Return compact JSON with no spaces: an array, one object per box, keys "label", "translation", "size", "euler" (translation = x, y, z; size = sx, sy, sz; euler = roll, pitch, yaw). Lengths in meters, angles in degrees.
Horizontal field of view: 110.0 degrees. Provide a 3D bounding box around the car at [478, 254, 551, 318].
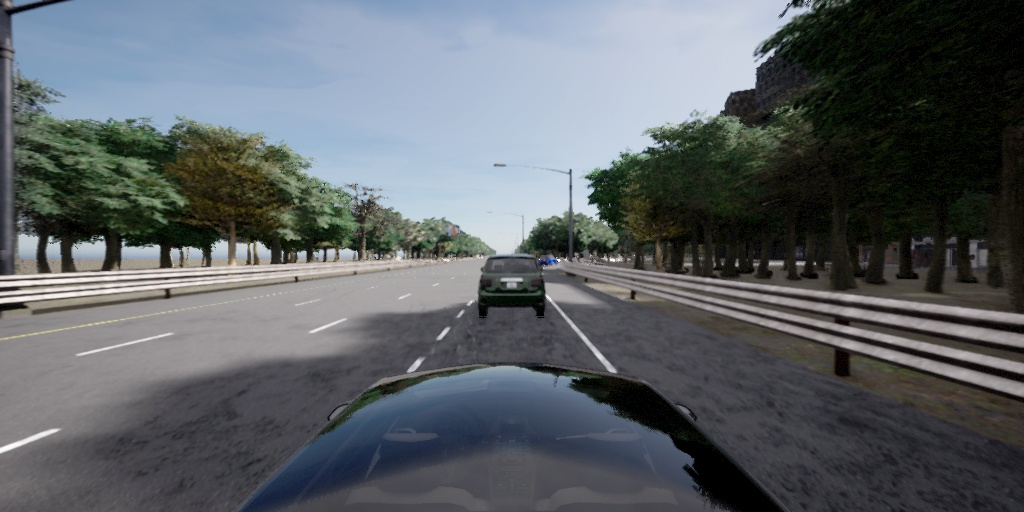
[{"label":"car","translation":[-0.011,0.977,13.186],"size":[2.150,2.045,5.566],"euler":[0,-1,0]}]
